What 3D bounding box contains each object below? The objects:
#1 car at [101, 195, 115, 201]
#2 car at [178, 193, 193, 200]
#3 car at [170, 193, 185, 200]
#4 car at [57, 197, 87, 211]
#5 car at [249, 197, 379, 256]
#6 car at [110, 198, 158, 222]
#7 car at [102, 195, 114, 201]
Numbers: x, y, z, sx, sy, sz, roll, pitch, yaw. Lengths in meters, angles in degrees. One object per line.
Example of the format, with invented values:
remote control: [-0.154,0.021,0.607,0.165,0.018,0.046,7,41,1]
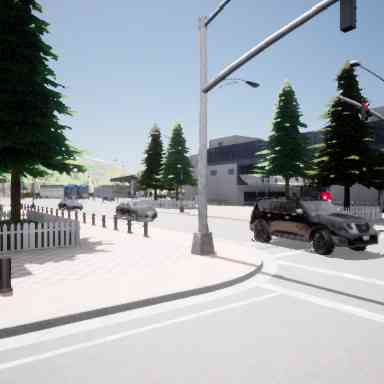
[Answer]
car: [-20.905,1.400,82.760,1.970,1.475,3.806,0,0,-37]
car: [-1.777,1.092,88.029,1.905,1.878,3.866,0,0,-37]
car: [-3.867,1.113,85.969,1.932,1.855,4.605,0,0,-37]
car: [-15.075,1.630,41.026,2.033,1.411,5.357,0,0,-37]
car: [4.679,1.234,13.808,2.150,2.045,5.566,0,-1,-28]
car: [-4.595,1.507,27.000,2.128,1.511,4.902,0,0,-37]
car: [-18.885,1.389,75.023,1.845,1.501,3.633,0,0,-37]
